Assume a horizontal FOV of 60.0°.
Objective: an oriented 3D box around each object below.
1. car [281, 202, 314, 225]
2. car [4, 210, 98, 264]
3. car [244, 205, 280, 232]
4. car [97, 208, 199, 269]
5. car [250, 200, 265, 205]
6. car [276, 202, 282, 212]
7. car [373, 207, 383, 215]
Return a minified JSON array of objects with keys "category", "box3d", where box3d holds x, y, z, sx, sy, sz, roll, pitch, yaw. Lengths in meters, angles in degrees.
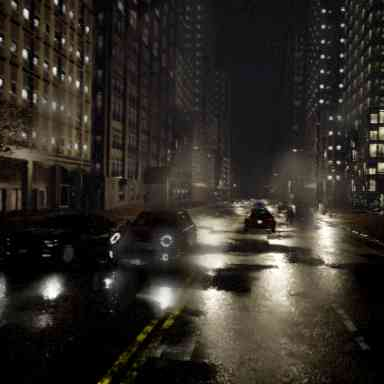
[{"category":"car","box3d":[9.003,1.888,28.053,2.128,1.511,4.902,1,0,12]},{"category":"car","box3d":[-4.354,1.441,11.943,1.882,1.535,5.008,1,0,11]},{"category":"car","box3d":[4.557,1.814,22.343,1.994,1.385,4.181,1,0,11]},{"category":"car","box3d":[-1.125,1.394,11.496,2.097,1.767,4.553,1,0,11]},{"category":"car","box3d":[8.565,1.998,42.335,1.812,1.442,4.674,1,0,11]},{"category":"car","box3d":[12.181,2.075,43.687,1.837,1.490,4.892,1,-1,13]},{"category":"car","box3d":[29.412,2.865,49.356,4.403,1.369,2.008,2,0,11]}]
